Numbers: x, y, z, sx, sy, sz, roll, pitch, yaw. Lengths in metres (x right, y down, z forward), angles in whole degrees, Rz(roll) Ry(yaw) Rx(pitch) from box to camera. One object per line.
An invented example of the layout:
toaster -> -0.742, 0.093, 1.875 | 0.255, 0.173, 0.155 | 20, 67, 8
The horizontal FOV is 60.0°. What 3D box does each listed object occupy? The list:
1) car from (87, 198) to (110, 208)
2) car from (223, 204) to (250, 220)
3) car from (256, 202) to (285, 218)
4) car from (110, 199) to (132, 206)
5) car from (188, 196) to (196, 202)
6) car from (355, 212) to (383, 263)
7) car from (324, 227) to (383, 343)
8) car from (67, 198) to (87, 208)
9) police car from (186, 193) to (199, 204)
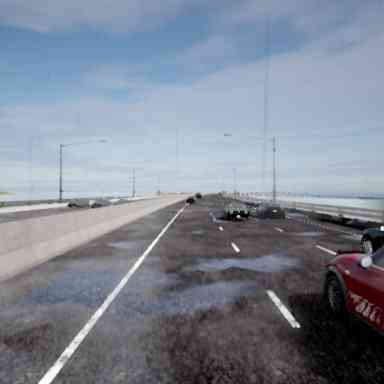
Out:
car -> -13.578, 1.673, 50.428 | 2.033, 1.411, 5.357 | 0, 0, 2
car -> 3.768, 1.683, 28.949 | 1.895, 1.301, 4.718 | 0, 0, 1
car -> 7.294, 1.652, 31.154 | 1.994, 1.385, 4.181 | 0, 0, 1
car -> -10.107, 1.671, 49.247 | 2.033, 1.411, 5.357 | 0, 0, 1
car -> 0.111, 1.699, 78.990 | 1.812, 1.442, 4.674 | 0, 0, 2
car -> 7.126, 1.511, 10.142 | 1.882, 1.535, 5.008 | 0, 0, 0
car -> 3.609, 1.368, 4.659 | 2.097, 1.767, 4.553 | 0, 0, 0
car -> -17.078, 1.672, 50.411 | 2.033, 1.411, 5.357 | 0, 0, 2
police car -> -0.158, 1.584, 69.119 | 1.930, 1.638, 5.238 | 0, 0, 1
